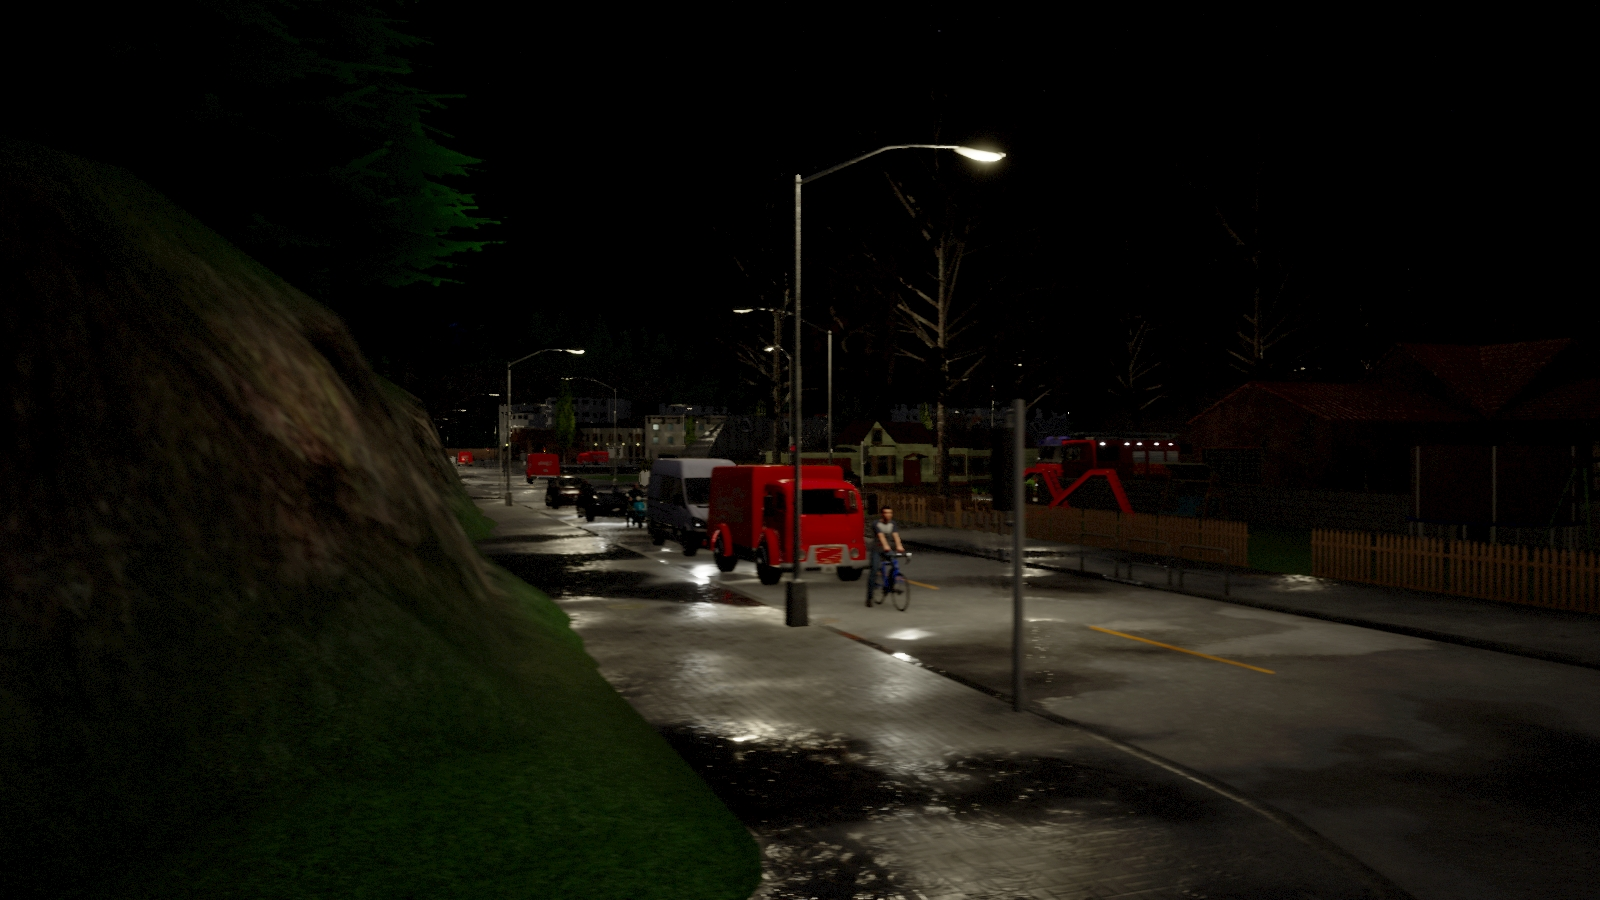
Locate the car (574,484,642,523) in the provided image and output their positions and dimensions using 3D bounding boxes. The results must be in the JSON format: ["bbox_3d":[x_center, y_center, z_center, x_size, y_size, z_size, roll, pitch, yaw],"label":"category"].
[{"bbox_3d":[-7.787,2.118,46.024,1.994,1.385,4.181,0,0,-20],"label":"car"}]

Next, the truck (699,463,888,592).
[{"bbox_3d":[-0.306,1.567,25.462,2.627,2.467,5.204,0,0,-20],"label":"truck"}]

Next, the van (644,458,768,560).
[{"bbox_3d":[-2.794,1.533,32.329,1.988,2.561,5.915,0,0,-20],"label":"van"}]

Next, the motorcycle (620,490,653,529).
[{"bbox_3d":[-5.937,2.141,41.317,0.856,1.316,1.805,0,0,-19],"label":"motorcycle"}]

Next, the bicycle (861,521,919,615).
[{"bbox_3d":[1.576,2.055,20.283,0.373,1.496,1.643,0,0,-20],"label":"bicycle"}]
